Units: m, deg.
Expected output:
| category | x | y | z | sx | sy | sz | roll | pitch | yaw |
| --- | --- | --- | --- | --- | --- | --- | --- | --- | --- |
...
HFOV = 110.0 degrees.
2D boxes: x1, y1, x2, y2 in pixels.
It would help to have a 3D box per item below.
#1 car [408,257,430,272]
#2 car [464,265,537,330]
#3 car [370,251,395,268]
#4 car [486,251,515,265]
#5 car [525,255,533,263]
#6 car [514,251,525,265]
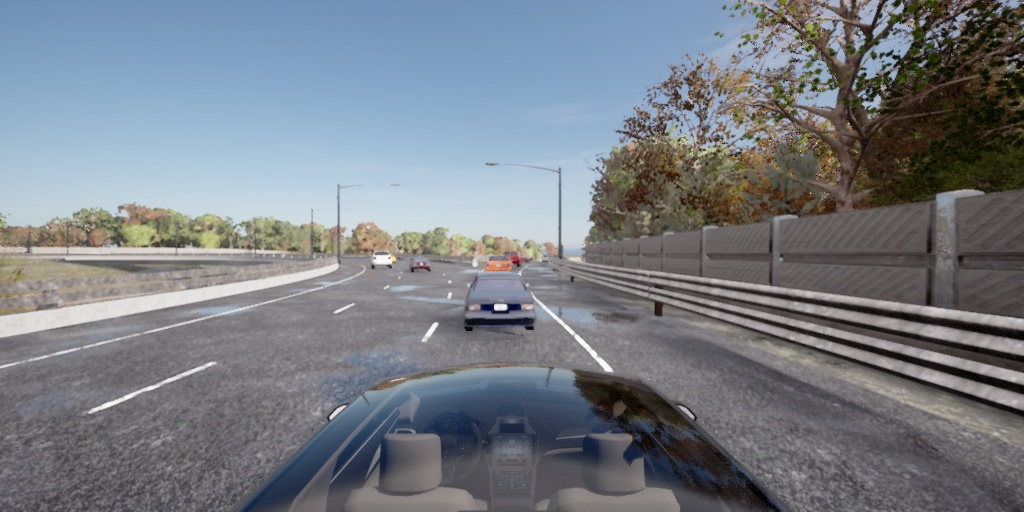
| category | x | y | z | sx | sy | sz | roll | pitch | yaw |
| --- | --- | --- | --- | --- | --- | --- | --- | --- | --- |
| car | -9.388 | 0.788 | 36.272 | 2.033 | 1.411 | 5.357 | 0 | 1 | -19 |
| car | -0.397 | 1.167 | 10.610 | 2.033 | 1.411 | 5.357 | 0 | 1 | -3 |
| car | -15.705 | 0.366 | 42.918 | 2.150 | 2.045 | 5.566 | 0 | 1 | -23 |
| car | -1.010 | 0.699 | 29.169 | 2.097 | 1.767 | 4.553 | 0 | 1 | 0 |
| car | 2.451 | 0.490 | 60.744 | 1.895 | 1.301 | 4.718 | 0 | 1 | 11 |
| car | 0.076 | 0.322 | 46.100 | 2.150 | 2.045 | 5.566 | 0 | 1 | 6 |
